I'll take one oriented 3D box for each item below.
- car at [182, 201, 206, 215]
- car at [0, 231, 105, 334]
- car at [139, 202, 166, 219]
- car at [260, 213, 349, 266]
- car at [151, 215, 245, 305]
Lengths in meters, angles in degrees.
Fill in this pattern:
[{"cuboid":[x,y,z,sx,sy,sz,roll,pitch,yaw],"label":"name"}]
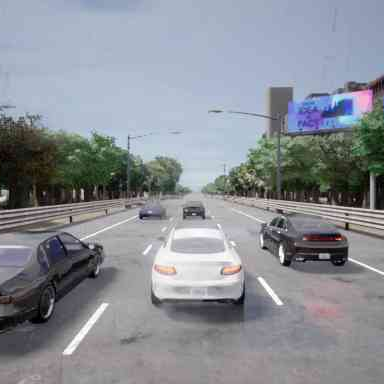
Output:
[{"cuboid":[0.171,1.504,28.580,1.837,1.490,4.892,0,0,0],"label":"car"},{"cuboid":[-3.383,1.547,7.083,2.033,1.411,5.357,0,0,0],"label":"car"},{"cuboid":[-3.331,1.563,28.630,1.994,1.385,4.181,0,0,0],"label":"car"},{"cuboid":[3.628,1.504,11.519,1.837,1.490,4.892,0,0,0],"label":"car"},{"cuboid":[0.119,1.526,7.976,1.812,1.442,4.674,0,0,0],"label":"car"}]
